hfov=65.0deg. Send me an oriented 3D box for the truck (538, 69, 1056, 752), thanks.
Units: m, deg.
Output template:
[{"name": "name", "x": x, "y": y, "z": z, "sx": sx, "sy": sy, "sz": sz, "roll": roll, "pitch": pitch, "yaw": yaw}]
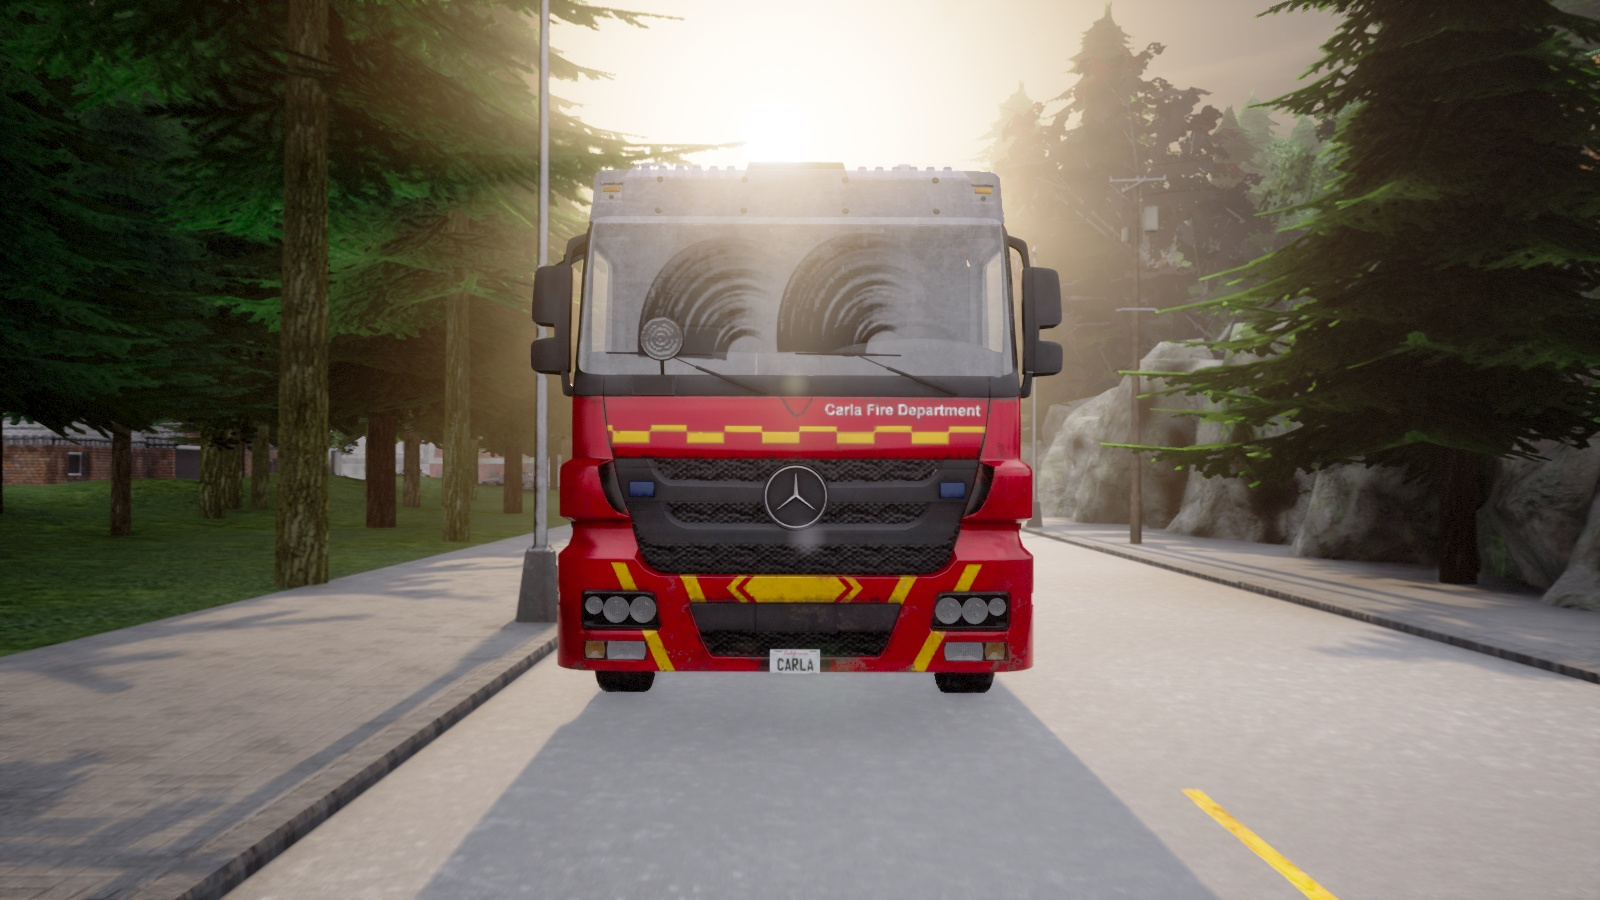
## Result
[{"name": "truck", "x": -0.031, "y": -0.161, "z": 11.282, "sx": 2.891, "sy": 3.827, "sz": 8.468, "roll": 0, "pitch": -1, "yaw": 0}]
